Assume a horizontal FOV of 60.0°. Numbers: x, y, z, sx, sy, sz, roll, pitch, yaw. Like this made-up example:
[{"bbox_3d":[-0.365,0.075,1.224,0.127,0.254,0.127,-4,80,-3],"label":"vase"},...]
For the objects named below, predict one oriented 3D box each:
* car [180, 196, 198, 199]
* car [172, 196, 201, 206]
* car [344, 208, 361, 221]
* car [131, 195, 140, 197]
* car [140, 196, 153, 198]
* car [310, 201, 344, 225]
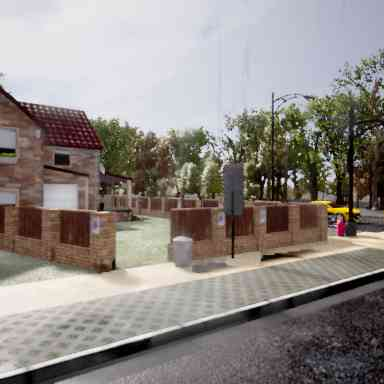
[{"bbox_3d":[-1.959,1.441,42.571,2.033,1.411,5.357,0,0,-35],"label":"car"},{"bbox_3d":[-0.893,1.368,52.611,2.128,1.511,4.902,0,0,-35],"label":"car"},{"bbox_3d":[10.250,1.455,25.412,1.882,1.535,5.008,0,0,-35],"label":"car"},{"bbox_3d":[-11.741,1.274,67.847,1.882,1.535,5.008,0,0,-36],"label":"car"},{"bbox_3d":[-4.038,1.394,39.889,1.837,1.490,4.892,0,0,-35],"label":"car"},{"bbox_3d":[7.759,1.496,23.303,1.812,1.442,4.674,0,0,-35],"label":"car"}]
